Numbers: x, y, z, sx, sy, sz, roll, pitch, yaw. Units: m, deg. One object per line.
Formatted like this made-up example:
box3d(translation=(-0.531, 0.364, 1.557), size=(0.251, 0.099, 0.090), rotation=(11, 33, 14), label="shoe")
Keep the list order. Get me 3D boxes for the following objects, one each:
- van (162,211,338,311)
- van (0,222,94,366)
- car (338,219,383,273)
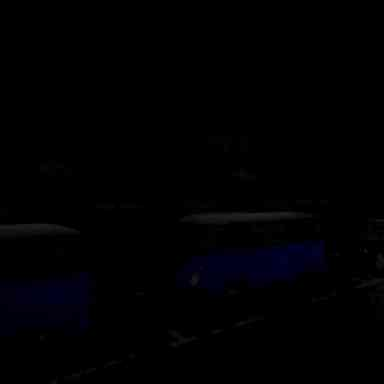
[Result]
box3d(translation=(1.308, 1.352, 7.469), size=(3.998, 1.788, 1.690), rotation=(0, 0, -35), label="van")
box3d(translation=(-3.298, 1.340, 4.185), size=(3.998, 1.788, 1.690), rotation=(0, 0, -35), label="van")
box3d(translation=(5.915, 1.565, 10.752), size=(4.507, 1.381, 1.887), rotation=(0, 0, -35), label="car")
